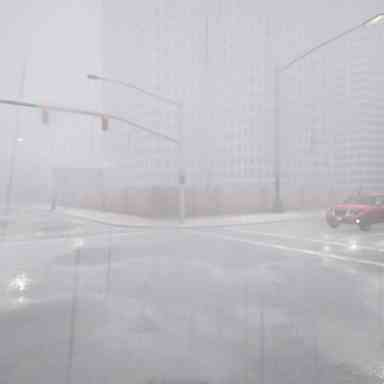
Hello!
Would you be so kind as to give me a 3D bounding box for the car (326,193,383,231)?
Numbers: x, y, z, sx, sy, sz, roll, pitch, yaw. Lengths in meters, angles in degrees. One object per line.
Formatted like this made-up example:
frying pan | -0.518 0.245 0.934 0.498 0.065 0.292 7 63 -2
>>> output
car | 10.351 1.089 19.766 5.566 2.045 2.150 0 0 -34
